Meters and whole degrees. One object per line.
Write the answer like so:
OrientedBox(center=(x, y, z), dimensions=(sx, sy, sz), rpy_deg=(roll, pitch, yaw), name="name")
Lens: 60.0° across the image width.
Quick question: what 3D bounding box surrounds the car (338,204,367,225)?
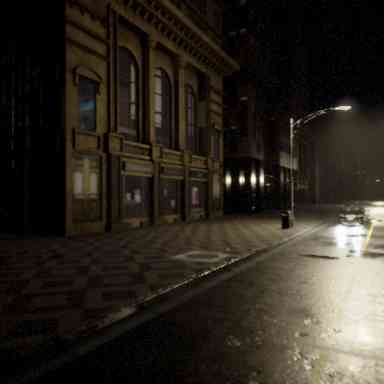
OrientedBox(center=(13.123, 1.785, 27.119), dimensions=(2.128, 1.511, 4.902), rpy_deg=(-1, -1, 30), name="car")
